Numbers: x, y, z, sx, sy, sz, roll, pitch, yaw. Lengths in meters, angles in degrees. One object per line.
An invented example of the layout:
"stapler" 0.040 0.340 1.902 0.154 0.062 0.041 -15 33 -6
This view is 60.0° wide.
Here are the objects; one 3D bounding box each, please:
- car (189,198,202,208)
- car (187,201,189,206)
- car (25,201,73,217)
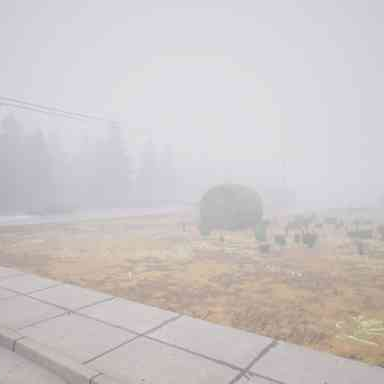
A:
"car" 2.043 1.552 47.183 1.812 1.442 4.674 0 0 36
"car" 1.244 1.627 52.225 1.895 1.301 4.718 0 0 37
"car" -13.701 1.590 32.068 1.994 1.385 4.181 0 0 36
